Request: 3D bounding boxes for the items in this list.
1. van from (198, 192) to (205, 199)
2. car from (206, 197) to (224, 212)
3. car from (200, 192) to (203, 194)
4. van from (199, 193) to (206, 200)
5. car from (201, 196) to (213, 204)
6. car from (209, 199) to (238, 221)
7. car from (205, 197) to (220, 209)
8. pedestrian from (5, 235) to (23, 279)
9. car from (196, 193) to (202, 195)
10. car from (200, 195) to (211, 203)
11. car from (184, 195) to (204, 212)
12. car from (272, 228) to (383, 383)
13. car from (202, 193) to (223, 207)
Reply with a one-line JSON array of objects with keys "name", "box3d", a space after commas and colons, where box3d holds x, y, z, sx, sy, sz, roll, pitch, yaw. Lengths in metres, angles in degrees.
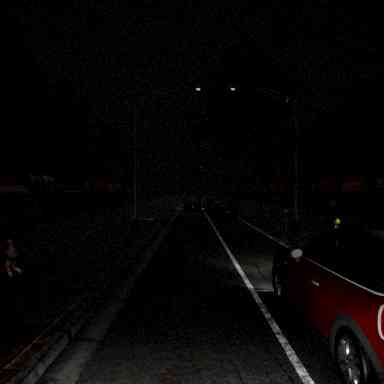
[{"name": "van", "box3d": [2.641, 0.987, 93.366, 1.690, 1.788, 3.998, 0, 0, 0]}, {"name": "car", "box3d": [2.637, 1.456, 32.532, 1.752, 1.417, 4.829, 0, 0, 0]}, {"name": "car", "box3d": [2.640, 1.286, 54.546, 1.967, 1.590, 4.097, 0, 0, 0]}, {"name": "van", "box3d": [2.641, 1.045, 82.275, 1.690, 1.788, 3.998, 0, 0, 0]}, {"name": "car", "box3d": [2.640, 1.370, 60.094, 2.008, 1.369, 4.403, 0, 0, 0]}, {"name": "car", "box3d": [2.637, 1.518, 26.817, 1.947, 1.339, 4.313, 0, 0, 0]}, {"name": "car", "box3d": [2.638, 1.415, 43.624, 1.752, 1.417, 4.829, 0, 0, 0]}, {"name": "pedestrian", "box3d": [-4.319, 1.520, 8.084, 0.500, 1.100, 0.500, 0, 0, 0]}, {"name": "car", "box3d": [0.077, 1.351, 48.016, 1.882, 1.535, 5.008, 0, 0, 0]}, {"name": "car", "box3d": [2.640, 1.342, 65.639, 2.008, 1.369, 4.403, 0, 0, 0]}, {"name": "car", "box3d": [0.091, 1.390, 37.656, 1.882, 1.535, 5.008, 0, 0, 0]}, {"name": "car", "box3d": [2.749, 1.350, 5.280, 2.097, 1.767, 4.553, 0, 0, 0]}, {"name": "car", "box3d": [2.637, 1.226, 37.907, 2.192, 1.841, 5.009, 0, 0, 0]}]
